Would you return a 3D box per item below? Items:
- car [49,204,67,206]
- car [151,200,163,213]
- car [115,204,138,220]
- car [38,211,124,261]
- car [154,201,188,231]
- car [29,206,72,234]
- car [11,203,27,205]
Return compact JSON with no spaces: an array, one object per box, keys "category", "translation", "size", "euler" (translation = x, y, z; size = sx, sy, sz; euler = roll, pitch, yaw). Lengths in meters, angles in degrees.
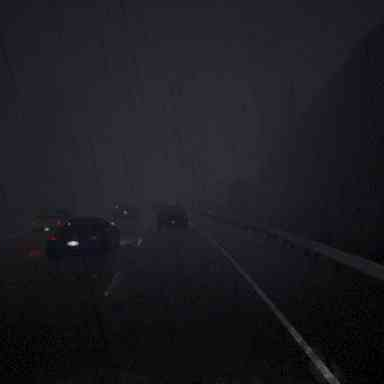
[{"category":"car","translation":[-13.532,1.856,33.746],"size":[1.895,1.301,4.718],"euler":[0,0,-8]},{"category":"car","translation":[-4.064,1.775,41.524],"size":[1.882,1.535,5.008],"euler":[0,0,-8]},{"category":"car","translation":[-6.042,1.788,30.745],"size":[1.994,1.385,4.181],"euler":[0,0,-8]},{"category":"car","translation":[-4.002,1.660,12.807],"size":[1.994,1.385,4.181],"euler":[0,0,-4]},{"category":"car","translation":[-1.373,1.635,22.001],"size":[1.882,1.535,5.008],"euler":[0,0,-7]},{"category":"car","translation":[-8.189,1.755,20.372],"size":[1.895,1.301,4.718],"euler":[0,0,-6]},{"category":"car","translation":[-27.114,1.759,52.834],"size":[2.097,1.767,4.553],"euler":[0,0,-8]}]
